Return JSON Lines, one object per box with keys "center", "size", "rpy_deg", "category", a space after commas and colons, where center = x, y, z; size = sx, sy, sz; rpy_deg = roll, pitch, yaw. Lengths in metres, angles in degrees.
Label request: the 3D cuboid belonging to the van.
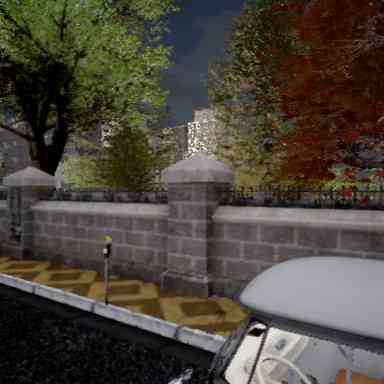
{"center": [1.862, 1.341, 1.391], "size": [3.998, 1.788, 1.690], "rpy_deg": [0, 0, 35], "category": "van"}
